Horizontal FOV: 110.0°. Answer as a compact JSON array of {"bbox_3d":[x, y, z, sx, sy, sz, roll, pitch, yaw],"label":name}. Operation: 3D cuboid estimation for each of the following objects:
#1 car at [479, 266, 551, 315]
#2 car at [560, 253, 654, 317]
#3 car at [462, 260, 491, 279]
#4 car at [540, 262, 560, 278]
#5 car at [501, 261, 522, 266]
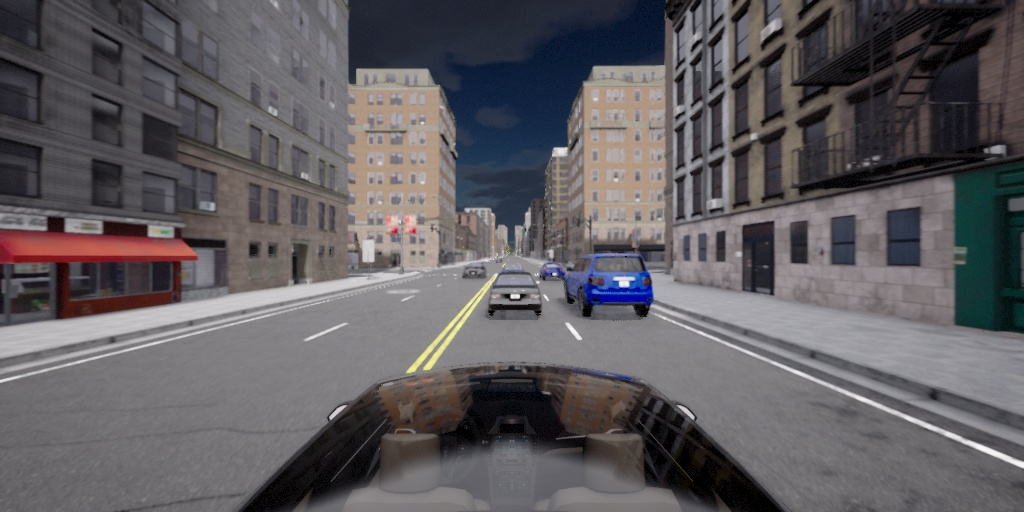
[{"bbox_3d":[0.096,1.282,13.495,2.033,1.411,5.357,0,0,0],"label":"car"},{"bbox_3d":[3.346,0.952,13.369,2.150,2.045,5.566,0,-1,0],"label":"car"},{"bbox_3d":[-3.265,1.277,32.081,1.994,1.385,4.181,0,0,0],"label":"car"},{"bbox_3d":[3.361,1.241,30.303,1.812,1.442,4.674,0,0,0],"label":"car"},{"bbox_3d":[0.095,1.317,28.919,1.895,1.301,4.718,0,0,0],"label":"car"}]
